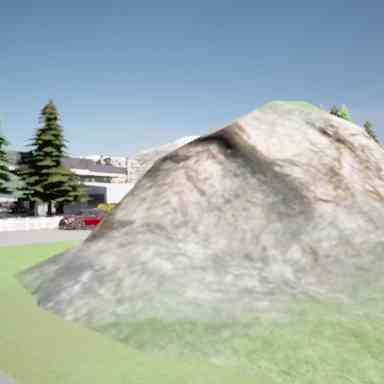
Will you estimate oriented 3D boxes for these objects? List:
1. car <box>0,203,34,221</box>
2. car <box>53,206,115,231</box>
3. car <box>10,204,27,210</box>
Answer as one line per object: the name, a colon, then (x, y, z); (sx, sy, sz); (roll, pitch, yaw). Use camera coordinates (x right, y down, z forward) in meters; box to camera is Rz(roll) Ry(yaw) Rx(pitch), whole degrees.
car: (-18.554, 2.377, 33.584); (1.905, 1.878, 3.866); (-1, -2, 40)
car: (-8.875, 2.238, 28.097); (2.097, 1.767, 4.553); (-1, -2, 40)
car: (-41.348, 3.574, 79.371); (4.514, 1.523, 2.007); (-1, -2, 40)
